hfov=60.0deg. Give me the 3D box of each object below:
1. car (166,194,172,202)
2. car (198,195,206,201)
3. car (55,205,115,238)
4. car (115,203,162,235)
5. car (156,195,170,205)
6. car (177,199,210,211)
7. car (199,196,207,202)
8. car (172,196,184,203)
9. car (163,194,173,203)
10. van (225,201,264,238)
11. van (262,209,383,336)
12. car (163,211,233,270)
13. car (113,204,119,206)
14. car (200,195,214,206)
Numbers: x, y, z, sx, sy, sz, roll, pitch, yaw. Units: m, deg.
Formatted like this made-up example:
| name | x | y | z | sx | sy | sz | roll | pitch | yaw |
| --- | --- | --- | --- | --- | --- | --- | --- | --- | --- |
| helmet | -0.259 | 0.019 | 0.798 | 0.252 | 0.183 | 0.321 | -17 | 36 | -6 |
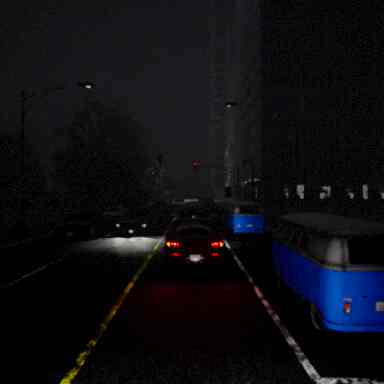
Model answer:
| name | x | y | z | sx | sy | sz | roll | pitch | yaw |
| --- | --- | --- | --- | --- | --- | --- | --- | --- | --- |
| car | -5.639 | 1.705 | 67.375 | 2.008 | 1.369 | 4.403 | 0 | 0 | 0 |
| car | 2.759 | 1.632 | 90.094 | 1.967 | 1.590 | 4.097 | 0 | 0 | 0 |
| car | -5.755 | 1.616 | 17.887 | 1.947 | 1.339 | 4.313 | 0 | 0 | 0 |
| car | -3.069 | 1.601 | 19.393 | 2.033 | 1.411 | 5.357 | 0 | 0 | 0 |
| car | -5.643 | 1.687 | 61.692 | 1.887 | 1.381 | 4.507 | 0 | 0 | 0 |
| car | 0.107 | 1.542 | 24.636 | 1.882 | 1.535 | 5.008 | 0 | 0 | 0 |
| car | 2.754 | 1.751 | 84.413 | 1.947 | 1.339 | 4.313 | 0 | 0 | 0 |
| car | -2.945 | 1.713 | 77.225 | 2.033 | 1.411 | 5.357 | 0 | 0 | 0 |
| car | -5.630 | 1.491 | 78.741 | 2.192 | 1.841 | 5.009 | 0 | 0 | 0 |
| van | 2.788 | 1.391 | 17.883 | 1.690 | 1.788 | 3.998 | 0 | 0 | 0 |
| van | 2.698 | 1.365 | 6.486 | 1.690 | 1.788 | 3.998 | 0 | 0 | 0 |
| car | 0.093 | 1.561 | 10.983 | 1.812 | 1.442 | 4.674 | 0 | 0 | 0 |
| car | -5.798 | 1.591 | 25.121 | 1.752 | 1.417 | 4.829 | 0 | 0 | 0 |
| car | 2.734 | 1.570 | 56.008 | 1.967 | 1.590 | 4.097 | 0 | 0 | 0 |
